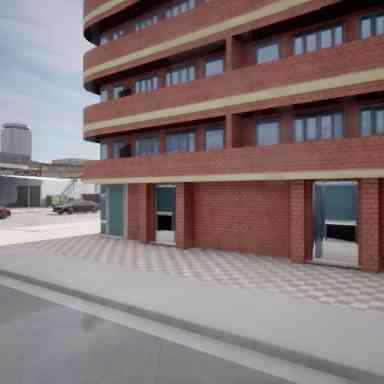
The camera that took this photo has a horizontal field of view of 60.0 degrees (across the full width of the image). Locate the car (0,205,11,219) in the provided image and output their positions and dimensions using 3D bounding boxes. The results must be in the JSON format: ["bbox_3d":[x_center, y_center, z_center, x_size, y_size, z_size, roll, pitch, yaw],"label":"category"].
[{"bbox_3d":[-17.040,1.564,26.903,1.994,1.385,4.181,0,0,34],"label":"car"}]

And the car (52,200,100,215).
[{"bbox_3d":[-11.730,1.547,34.630,2.033,1.411,5.357,0,0,34],"label":"car"}]
